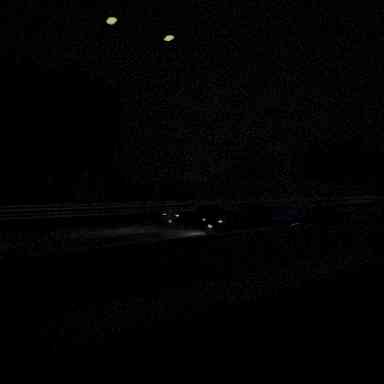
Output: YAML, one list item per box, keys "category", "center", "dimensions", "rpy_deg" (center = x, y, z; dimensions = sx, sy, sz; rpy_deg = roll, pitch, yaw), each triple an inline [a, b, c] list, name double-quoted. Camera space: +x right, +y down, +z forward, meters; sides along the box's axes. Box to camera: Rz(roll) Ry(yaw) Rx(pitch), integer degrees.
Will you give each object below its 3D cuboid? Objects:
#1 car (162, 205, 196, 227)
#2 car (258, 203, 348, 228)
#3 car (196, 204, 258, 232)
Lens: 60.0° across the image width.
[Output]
- category: "car"
  center: [0.460, 1.462, 21.559]
  dimensions: [4.718, 1.301, 1.895]
  rpy_deg: [-1, 0, -36]
- category: "car"
  center: [5.905, 1.322, 16.849]
  dimensions: [5.008, 1.535, 1.882]
  rpy_deg: [-1, 0, -36]
- category: "car"
  center: [3.114, 1.400, 19.155]
  dimensions: [5.357, 1.411, 2.033]
  rpy_deg: [-1, 0, -36]
